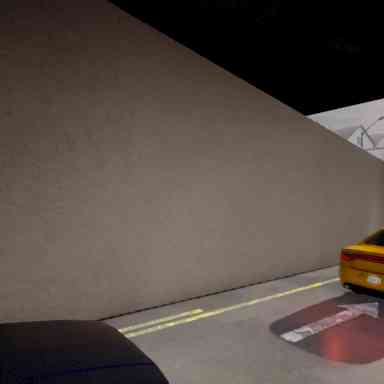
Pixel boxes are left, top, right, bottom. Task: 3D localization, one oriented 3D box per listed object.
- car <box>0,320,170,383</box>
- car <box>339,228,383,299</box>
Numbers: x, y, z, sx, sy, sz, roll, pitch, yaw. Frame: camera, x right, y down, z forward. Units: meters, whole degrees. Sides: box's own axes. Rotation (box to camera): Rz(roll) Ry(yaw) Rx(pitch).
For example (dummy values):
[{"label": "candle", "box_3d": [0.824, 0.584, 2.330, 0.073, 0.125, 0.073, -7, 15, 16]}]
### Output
[{"label": "car", "box_3d": [-2.697, 1.547, 1.861, 5.357, 1.411, 2.033, 0, 0, -35]}, {"label": "car", "box_3d": [5.400, 1.478, 7.610, 5.008, 1.535, 1.882, 0, 0, -35]}]
